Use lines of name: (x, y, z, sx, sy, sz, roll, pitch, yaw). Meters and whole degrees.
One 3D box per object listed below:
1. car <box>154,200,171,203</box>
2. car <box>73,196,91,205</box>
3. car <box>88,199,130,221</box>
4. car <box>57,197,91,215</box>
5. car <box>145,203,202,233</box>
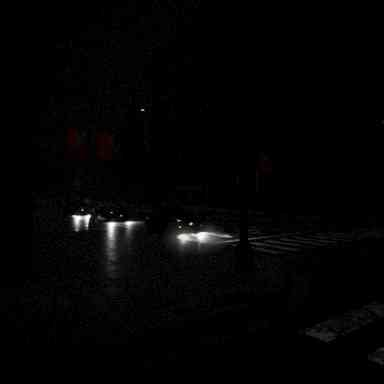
car: (-3.636, 1.708, 40.719, 1.994, 1.385, 4.181, 0, 0, -36)
car: (-21.996, 1.612, 66.267, 2.097, 1.767, 4.553, 0, 0, -36)
car: (-6.972, 1.619, 28.311, 1.812, 1.442, 4.674, 0, 0, -36)
car: (-12.738, 1.622, 36.347, 2.128, 1.511, 4.902, 0, 0, -35)
car: (-1.215, 1.619, 20.295, 1.994, 1.385, 4.181, 0, 0, -36)
